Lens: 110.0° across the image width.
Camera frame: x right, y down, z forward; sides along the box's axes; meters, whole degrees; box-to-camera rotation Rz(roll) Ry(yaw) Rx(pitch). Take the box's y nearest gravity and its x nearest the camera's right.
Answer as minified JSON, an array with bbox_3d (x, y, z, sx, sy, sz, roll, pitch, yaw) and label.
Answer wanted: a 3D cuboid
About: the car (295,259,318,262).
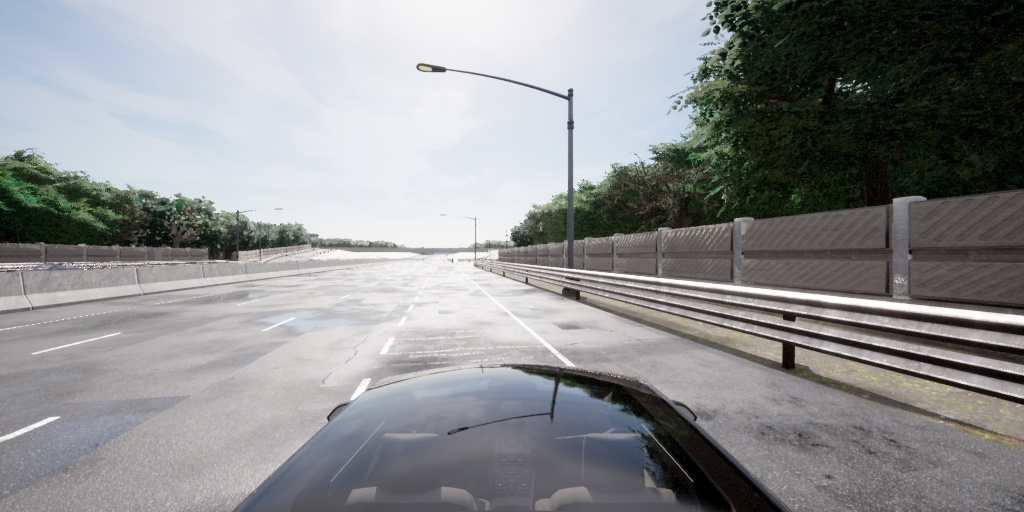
[{"bbox_3d":[-31.618,1.282,56.398,1.882,1.535,5.008,0,0,-10],"label":"car"}]

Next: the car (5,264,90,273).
[{"bbox_3d":[-32.939,1.306,25.301,2.033,1.411,5.357,0,0,-11],"label":"car"}]
